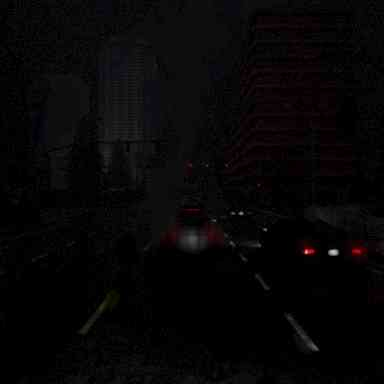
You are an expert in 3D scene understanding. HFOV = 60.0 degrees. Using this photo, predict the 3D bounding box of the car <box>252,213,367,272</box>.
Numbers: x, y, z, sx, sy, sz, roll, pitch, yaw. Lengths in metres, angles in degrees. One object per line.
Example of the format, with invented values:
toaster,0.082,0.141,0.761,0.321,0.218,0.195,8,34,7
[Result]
car,3.525,1.549,10.759,2.033,1.411,5.357,0,0,0

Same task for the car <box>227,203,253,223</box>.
car,3.710,1.552,25.777,2.033,1.411,5.357,0,0,6

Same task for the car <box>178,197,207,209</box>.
car,0.043,1.501,27.952,1.837,1.490,4.892,0,1,1

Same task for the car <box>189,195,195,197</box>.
car,-0.003,1.547,89.566,2.033,1.411,5.357,0,0,0

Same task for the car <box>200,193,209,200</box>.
car,3.497,1.507,89.277,1.837,1.490,4.892,0,0,0

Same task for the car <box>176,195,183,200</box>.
car,-3.503,1.594,93.851,1.895,1.301,4.718,0,0,0

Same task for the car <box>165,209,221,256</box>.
car,0.046,1.567,13.124,1.994,1.385,4.181,0,0,0

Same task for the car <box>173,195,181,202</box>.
car,-3.502,1.512,78.072,1.837,1.490,4.892,0,0,0
